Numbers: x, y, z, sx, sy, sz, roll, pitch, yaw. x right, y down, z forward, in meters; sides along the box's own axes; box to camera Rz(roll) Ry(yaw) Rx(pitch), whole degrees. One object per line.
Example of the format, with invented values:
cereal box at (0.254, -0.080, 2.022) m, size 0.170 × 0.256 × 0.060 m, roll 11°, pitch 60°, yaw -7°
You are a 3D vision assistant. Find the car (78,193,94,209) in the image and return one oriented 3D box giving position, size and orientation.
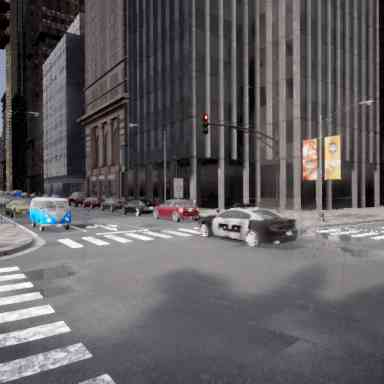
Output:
car at (-11.054, 1.193, 37.844) m, size 1.887 × 1.381 × 4.507 m, roll 0°, pitch 1°, yaw -36°

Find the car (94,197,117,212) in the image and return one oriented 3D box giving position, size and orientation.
car at (-7.784, 1.253, 33.267) m, size 2.008 × 1.369 × 4.403 m, roll 0°, pitch 1°, yaw -36°

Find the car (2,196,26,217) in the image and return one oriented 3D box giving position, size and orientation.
car at (-14.622, 1.296, 28.172) m, size 1.752 × 1.417 × 4.829 m, roll 0°, pitch 0°, yaw -36°

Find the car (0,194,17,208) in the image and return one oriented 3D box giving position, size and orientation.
car at (-21.260, 1.244, 37.464) m, size 1.802 × 1.307 × 4.206 m, roll 0°, pitch 0°, yaw -36°

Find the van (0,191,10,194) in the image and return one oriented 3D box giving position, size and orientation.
van at (-24.527, 0.949, 42.039) m, size 1.690 × 1.788 × 3.998 m, roll 0°, pitch 0°, yaw -36°

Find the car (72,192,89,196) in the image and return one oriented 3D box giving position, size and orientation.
car at (-14.322, 0.910, 42.418) m, size 2.192 × 1.841 × 5.009 m, roll 0°, pitch 1°, yaw -36°

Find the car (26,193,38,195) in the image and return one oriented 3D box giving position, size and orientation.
car at (-30.670, 0.884, 65.303) m, size 1.947 × 1.339 × 4.313 m, roll 0°, pitch 1°, yaw -36°

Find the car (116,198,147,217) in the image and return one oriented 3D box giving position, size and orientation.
car at (-4.515, 1.321, 28.690) m, size 1.947 × 1.339 × 4.313 m, roll 0°, pitch 1°, yaw -36°

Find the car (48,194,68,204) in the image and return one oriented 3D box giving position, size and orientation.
car at (-20.862, 1.030, 51.574) m, size 1.887 × 1.381 × 4.507 m, roll 0°, pitch 1°, yaw -36°

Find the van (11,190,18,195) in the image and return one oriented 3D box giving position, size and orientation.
van at (-43.745, 0.428, 83.608) m, size 1.690 × 1.788 × 3.998 m, roll 0°, pitch 1°, yaw -36°

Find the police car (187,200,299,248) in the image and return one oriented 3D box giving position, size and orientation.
police car at (2.188, 1.347, 14.703) m, size 1.930 × 1.638 × 5.238 m, roll -1°, pitch 1°, yaw -36°

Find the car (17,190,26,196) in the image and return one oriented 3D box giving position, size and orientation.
car at (-37.209, 0.786, 74.457) m, size 1.802 × 1.307 × 4.206 m, roll 0°, pitch 1°, yaw -36°

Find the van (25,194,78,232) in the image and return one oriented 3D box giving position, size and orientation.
van at (-8.181, 1.217, 19.157) m, size 1.690 × 1.788 × 3.998 m, roll 0°, pitch 0°, yaw -36°

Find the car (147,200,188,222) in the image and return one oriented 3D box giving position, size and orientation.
car at (-1.245, 1.248, 24.113) m, size 1.967 × 1.590 × 4.097 m, roll 0°, pitch 1°, yaw -36°
